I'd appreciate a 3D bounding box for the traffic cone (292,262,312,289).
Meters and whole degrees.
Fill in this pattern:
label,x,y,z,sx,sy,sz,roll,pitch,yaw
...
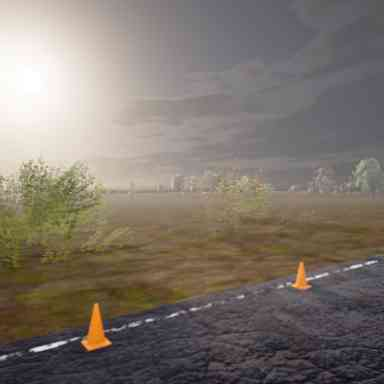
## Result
label,x,y,z,sx,sy,sz,roll,pitch,yaw
traffic cone,2.602,1.946,7.873,0.340,0.580,0.340,0,0,-36

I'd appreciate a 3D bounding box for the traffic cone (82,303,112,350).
label,x,y,z,sx,sy,sz,roll,pitch,yaw
traffic cone,-1.417,1.957,4.944,0.340,0.580,0.340,0,0,-36
